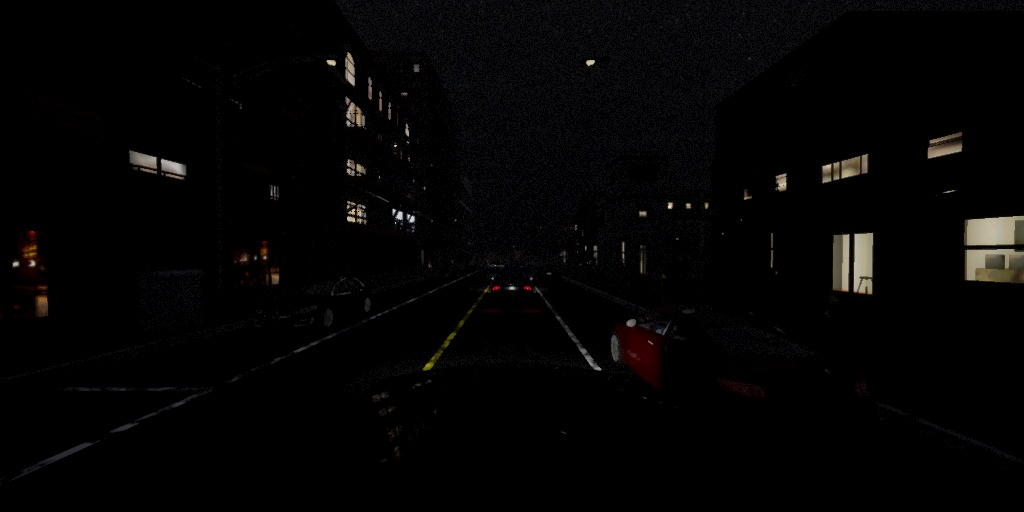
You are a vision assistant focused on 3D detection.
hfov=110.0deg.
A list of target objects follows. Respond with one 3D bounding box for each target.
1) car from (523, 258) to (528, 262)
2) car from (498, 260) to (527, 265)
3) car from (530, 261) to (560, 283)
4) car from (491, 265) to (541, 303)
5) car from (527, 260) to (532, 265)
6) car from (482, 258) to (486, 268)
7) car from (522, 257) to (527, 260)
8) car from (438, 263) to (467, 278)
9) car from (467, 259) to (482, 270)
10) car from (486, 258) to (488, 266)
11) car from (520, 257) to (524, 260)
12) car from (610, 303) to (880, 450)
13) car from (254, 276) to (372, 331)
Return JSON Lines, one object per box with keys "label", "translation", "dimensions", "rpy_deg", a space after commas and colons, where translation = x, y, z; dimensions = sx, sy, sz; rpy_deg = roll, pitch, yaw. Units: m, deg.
{"label": "car", "translation": [2.690, 1.286, 44.890], "dimensions": [1.888, 1.381, 4.507], "rpy_deg": [0, 0, 0]}
{"label": "car", "translation": [0.000, 1.317, 31.503], "dimensions": [1.994, 1.385, 4.181], "rpy_deg": [0, 0, 0]}
{"label": "car", "translation": [2.690, 1.310, 27.858], "dimensions": [1.948, 1.339, 4.313], "rpy_deg": [0, 0, 0]}
{"label": "car", "translation": [0.000, 1.310, 16.501], "dimensions": [2.033, 1.411, 5.357], "rpy_deg": [0, 0, 0]}
{"label": "car", "translation": [2.690, 1.294, 33.536], "dimensions": [2.007, 1.370, 4.403], "rpy_deg": [0, 0, 0]}
{"label": "car", "translation": [-5.691, 1.305, 56.275], "dimensions": [1.948, 1.339, 4.313], "rpy_deg": [0, 0, 0]}
{"label": "car", "translation": [2.690, 1.266, 50.738], "dimensions": [1.751, 1.417, 4.829], "rpy_deg": [0, 0, 0]}
{"label": "car", "translation": [-5.692, 1.309, 33.564], "dimensions": [1.948, 1.339, 4.313], "rpy_deg": [0, 0, 0]}
{"label": "car", "translation": [-5.691, 1.322, 50.597], "dimensions": [1.802, 1.307, 4.207], "rpy_deg": [0, 0, 0]}
{"label": "car", "translation": [-5.691, 1.179, 61.952], "dimensions": [1.967, 1.591, 4.097], "rpy_deg": [0, 0, 0]}
{"label": "car", "translation": [2.690, 1.305, 61.923], "dimensions": [1.948, 1.339, 4.313], "rpy_deg": [0, 0, 0]}
{"label": "car", "translation": [2.689, 1.330, 5.149], "dimensions": [1.802, 1.307, 4.207], "rpy_deg": [0, 0, 0]}
{"label": "car", "translation": [-5.691, 1.297, 10.854], "dimensions": [2.007, 1.370, 4.403], "rpy_deg": [0, 0, 0]}
